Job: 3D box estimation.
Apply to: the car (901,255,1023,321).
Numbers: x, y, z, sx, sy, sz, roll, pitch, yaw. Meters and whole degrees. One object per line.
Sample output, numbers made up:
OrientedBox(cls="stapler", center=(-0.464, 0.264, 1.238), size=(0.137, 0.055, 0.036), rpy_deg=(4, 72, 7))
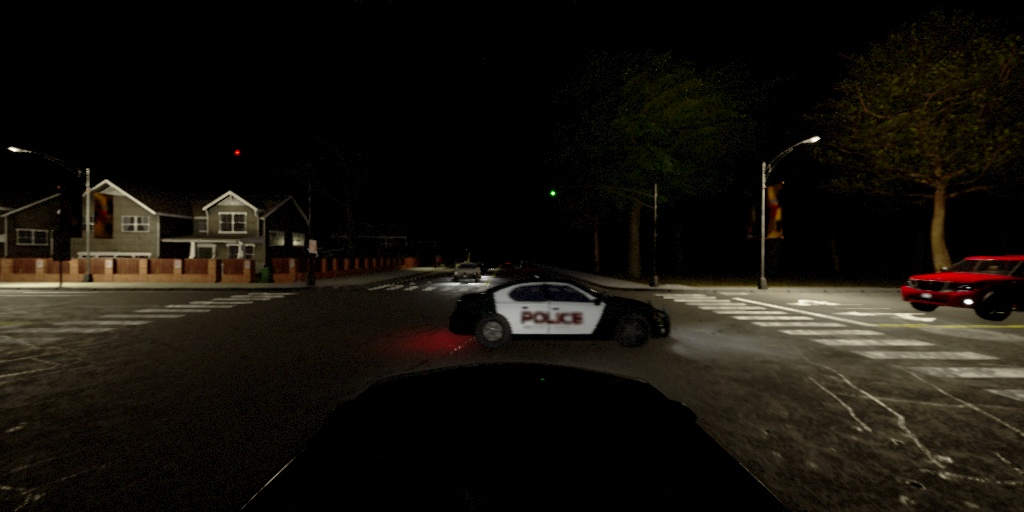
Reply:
OrientedBox(cls="car", center=(16.640, 0.983, 12.033), size=(5.566, 2.045, 2.150), rpy_deg=(0, 0, 0))

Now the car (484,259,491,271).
OrientedBox(cls="car", center=(-3.739, 1.373, 40.876), size=(1.895, 1.301, 4.718), rpy_deg=(0, 0, -1))

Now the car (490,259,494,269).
OrientedBox(cls="car", center=(-3.951, 1.292, 59.876), size=(1.882, 1.535, 5.008), rpy_deg=(0, 0, 0))

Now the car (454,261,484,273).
OrientedBox(cls="car", center=(-3.577, 1.269, 29.366), size=(1.812, 1.442, 4.674), rpy_deg=(0, 0, -1))

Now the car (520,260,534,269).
OrientedBox(cls="car", center=(2.600, 1.355, 58.786), size=(2.128, 1.511, 4.902), rpy_deg=(0, 0, -1))

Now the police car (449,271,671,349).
OrientedBox(cls="police car", center=(1.090, 1.249, 8.582), size=(4.974, 1.542, 2.038), rpy_deg=(0, 0, 0))

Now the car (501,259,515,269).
OrientedBox(cls="car", center=(-0.650, 1.343, 58.740), size=(1.837, 1.490, 4.892), rpy_deg=(0, 0, -1))
